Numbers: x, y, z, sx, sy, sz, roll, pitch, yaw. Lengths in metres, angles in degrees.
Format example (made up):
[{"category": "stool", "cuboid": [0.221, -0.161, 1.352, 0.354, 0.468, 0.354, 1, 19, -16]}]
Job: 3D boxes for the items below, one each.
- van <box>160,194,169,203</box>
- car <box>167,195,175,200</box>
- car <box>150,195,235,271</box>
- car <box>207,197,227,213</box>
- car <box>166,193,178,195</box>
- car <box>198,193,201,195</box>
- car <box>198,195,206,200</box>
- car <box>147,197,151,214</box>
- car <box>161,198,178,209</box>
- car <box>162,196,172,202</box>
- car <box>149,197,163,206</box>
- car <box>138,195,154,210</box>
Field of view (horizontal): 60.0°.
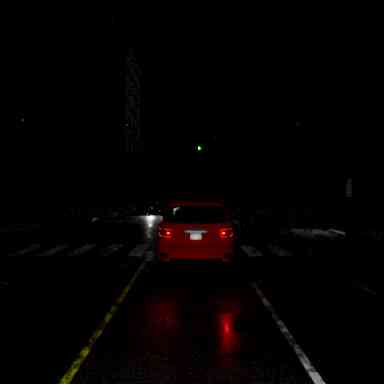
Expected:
[{"category": "van", "cuboid": [-5.751, 1.308, 70.415, 1.690, 1.788, 3.998, 0, 0, 0]}, {"category": "car", "cuboid": [-5.746, 1.532, 92.165, 1.947, 1.339, 4.313, 0, 0, 0]}, {"category": "car", "cuboid": [0.102, 1.222, 10.995, 2.150, 2.045, 5.566, 0, 0, 0]}, {"category": "car", "cuboid": [2.769, 1.417, 37.788, 1.967, 1.590, 4.097, 0, 0, 0]}, {"category": "car", "cuboid": [-3.037, 1.462, 58.640, 2.128, 1.511, 4.902, 0, 0, 1]}, {"category": "car", "cuboid": [2.777, 1.491, 81.458, 1.752, 1.417, 4.829, 0, 0, 0]}, {"category": "car", "cuboid": [2.779, 1.517, 92.163, 2.008, 1.369, 4.403, 0, 0, 0]}, {"category": "car", "cuboid": [-3.092, 1.505, 33.532, 1.812, 1.442, 4.674, 0, 0, 0]}, {"category": "car", "cuboid": [-3.072, 1.538, 45.489, 1.994, 1.385, 4.181, 0, 0, 0]}, {"category": "car", "cuboid": [-5.749, 1.517, 75.853, 2.008, 1.369, 4.403, 0, 0, 0]}, {"category": "car", "cuboid": [-5.753, 1.553, 54.102, 1.802, 1.307, 4.206, 0, 0, 0]}, {"category": "car", "cuboid": [-5.756, 1.290, 43.227, 2.192, 1.841, 5.009, 0, 0, 0]}]
